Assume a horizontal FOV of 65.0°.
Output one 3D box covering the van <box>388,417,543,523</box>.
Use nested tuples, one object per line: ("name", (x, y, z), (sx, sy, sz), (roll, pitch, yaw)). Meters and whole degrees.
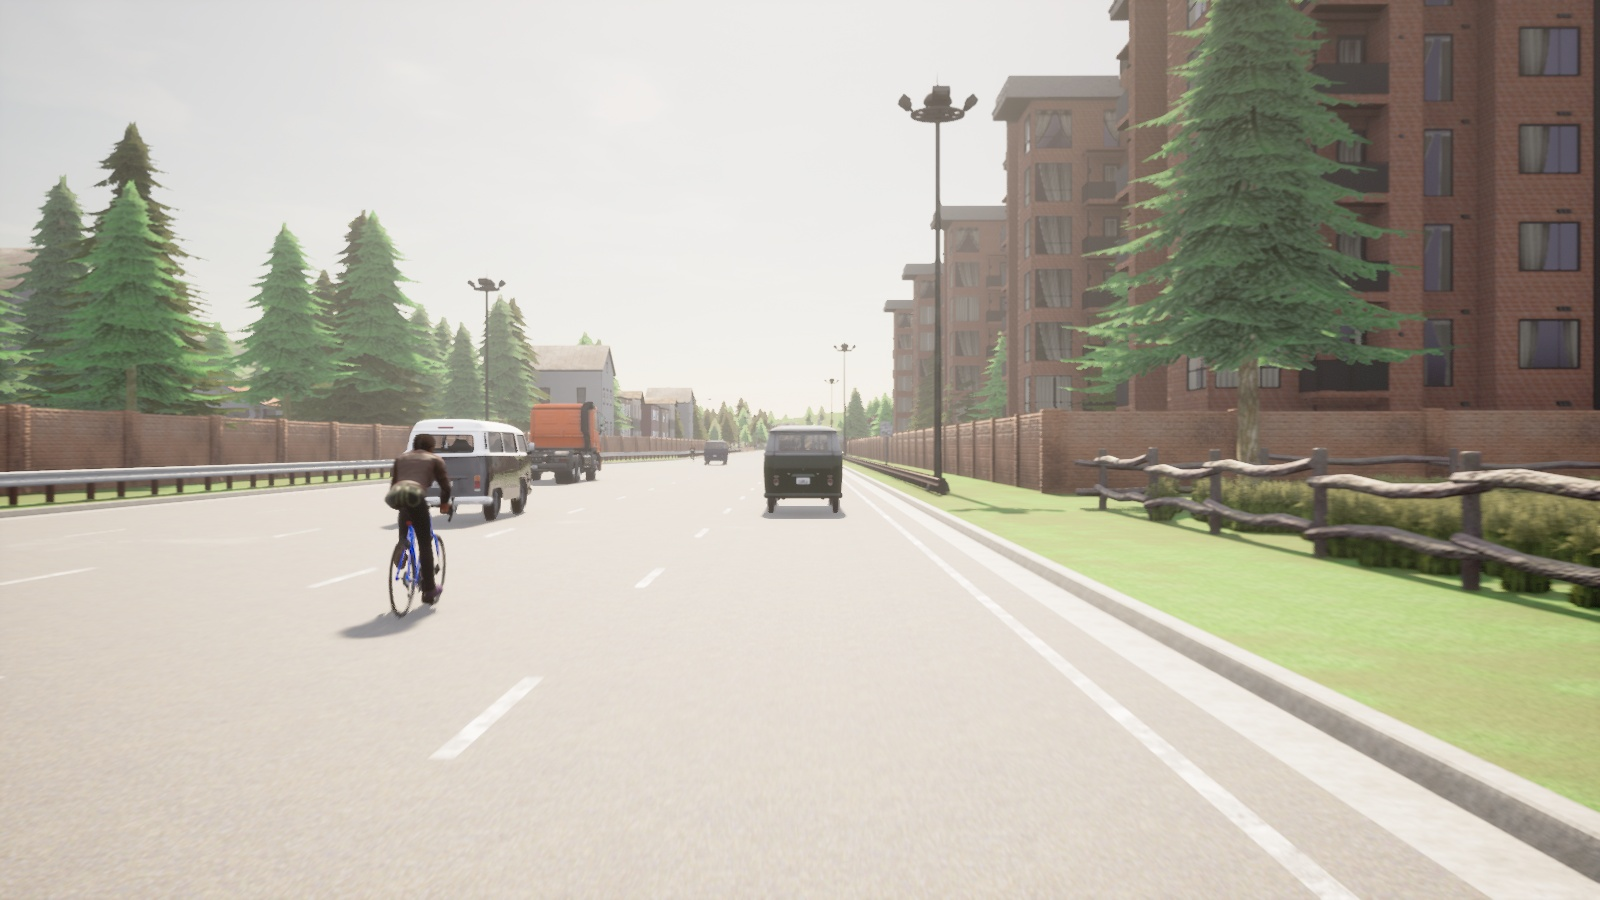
("van", (-6.917, 0.384, 26.485), (2.069, 2.038, 4.480), (0, 0, 0))

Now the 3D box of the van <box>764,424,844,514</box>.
("van", (0.093, 0.407, 29.761), (1.775, 1.987, 4.442), (0, 0, 0))

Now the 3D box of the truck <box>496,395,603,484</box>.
("truck", (-10.350, -0.404, 52.750), (2.891, 3.462, 7.936), (0, 0, 0))

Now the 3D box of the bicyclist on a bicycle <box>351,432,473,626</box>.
("bicyclist on a bicycle", (-3.452, 0.663, 11.315), (0.582, 1.620, 1.656), (0, 0, 0))
